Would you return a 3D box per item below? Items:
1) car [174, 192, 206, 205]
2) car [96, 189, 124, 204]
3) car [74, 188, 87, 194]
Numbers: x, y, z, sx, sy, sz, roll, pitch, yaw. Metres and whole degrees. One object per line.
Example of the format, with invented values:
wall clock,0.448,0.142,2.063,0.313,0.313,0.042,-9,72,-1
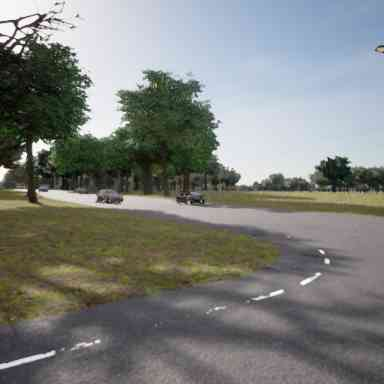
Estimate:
car,-0.358,0.726,39.352,1.837,1.490,4.892,-1,2,-35
car,-10.169,0.500,41.097,2.097,1.767,4.553,-1,2,-35
car,-24.746,-0.308,73.821,1.994,1.385,4.181,-1,2,-35
